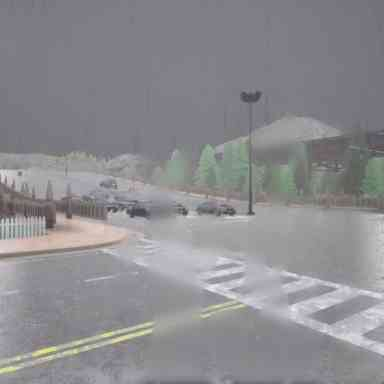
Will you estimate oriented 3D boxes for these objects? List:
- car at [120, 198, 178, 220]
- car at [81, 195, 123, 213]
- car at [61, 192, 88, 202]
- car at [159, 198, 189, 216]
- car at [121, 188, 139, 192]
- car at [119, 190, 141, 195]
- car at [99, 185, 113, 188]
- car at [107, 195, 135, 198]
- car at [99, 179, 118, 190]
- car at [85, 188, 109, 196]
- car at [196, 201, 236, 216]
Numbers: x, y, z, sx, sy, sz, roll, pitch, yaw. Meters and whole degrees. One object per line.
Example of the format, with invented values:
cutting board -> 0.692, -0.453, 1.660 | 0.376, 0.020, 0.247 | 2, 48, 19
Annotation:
car -> -3.781, 1.543, 28.292 | 2.033, 1.411, 5.357 | 0, 0, -37
car -> -9.858, 1.451, 36.298 | 2.033, 1.411, 5.357 | 0, 2, -37
car -> -16.050, 0.904, 44.505 | 1.837, 1.490, 4.892 | 0, 4, -37
car -> -2.152, 1.555, 31.937 | 1.994, 1.385, 4.181 | 0, 0, -37
car -> -11.465, -0.064, 62.020 | 1.895, 1.301, 4.718 | 0, 7, -37
car -> -9.273, 1.007, 47.148 | 1.882, 1.535, 5.008 | 0, 4, -37
car -> -15.405, 0.170, 55.382 | 1.837, 1.490, 4.892 | 0, 6, -37
car -> -8.159, 1.412, 39.854 | 1.994, 1.385, 4.181 | 0, 2, -37
car -> -17.587, -1.706, 70.043 | 2.150, 2.045, 5.566 | 0, 7, -37
car -> -14.190, 0.635, 47.859 | 2.097, 1.767, 4.553 | 0, 4, -37
car -> 2.266, 1.558, 31.909 | 1.994, 1.385, 4.181 | 0, 0, -37
